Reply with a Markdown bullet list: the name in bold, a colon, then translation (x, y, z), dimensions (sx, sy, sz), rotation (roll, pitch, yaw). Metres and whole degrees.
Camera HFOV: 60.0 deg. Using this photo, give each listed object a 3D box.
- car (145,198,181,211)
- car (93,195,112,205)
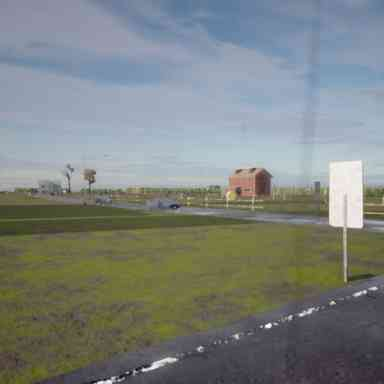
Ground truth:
- **car**: translation (-3.519, 1.362, 39.162), dimensions (2.033, 1.411, 5.357), rotation (-1, 1, -38)
- **car**: translation (-14.541, 1.218, 53.956), dimensions (2.128, 1.511, 4.902), rotation (-1, 1, -36)
